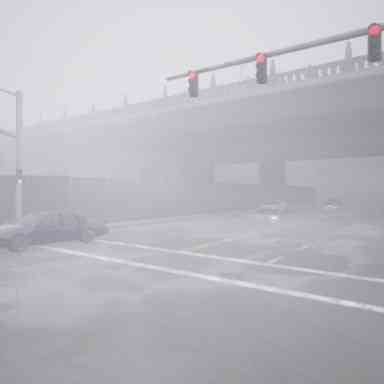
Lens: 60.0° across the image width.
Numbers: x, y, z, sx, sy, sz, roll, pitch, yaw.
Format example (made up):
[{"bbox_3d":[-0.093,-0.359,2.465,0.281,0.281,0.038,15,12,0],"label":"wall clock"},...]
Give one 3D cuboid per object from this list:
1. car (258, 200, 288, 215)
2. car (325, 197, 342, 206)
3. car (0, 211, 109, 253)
[{"bbox_3d":[8.459,1.544,34.266,1.812,1.442,4.674,0,0,35],"label":"car"},{"bbox_3d":[23.646,1.526,55.657,1.994,1.385,4.181,0,0,35],"label":"car"},{"bbox_3d":[-6.013,1.532,13.889,2.033,1.411,5.357,0,0,35],"label":"car"}]
